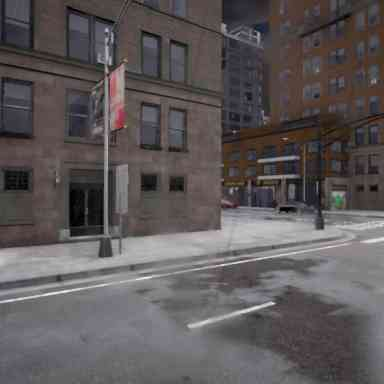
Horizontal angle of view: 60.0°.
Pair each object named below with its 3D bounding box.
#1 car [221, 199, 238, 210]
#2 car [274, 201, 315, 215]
[{"bbox_3d":[4.164,1.594,43.257,1.802,1.307,4.206,0,0,-35],"label":"car"},{"bbox_3d":[10.520,1.580,34.251,1.947,1.339,4.313,0,0,-35],"label":"car"}]
